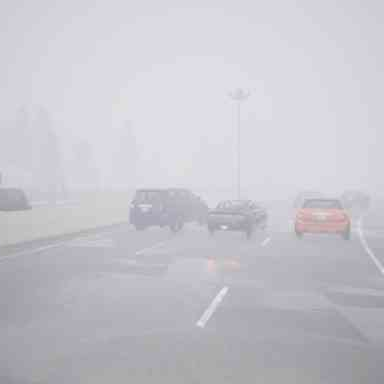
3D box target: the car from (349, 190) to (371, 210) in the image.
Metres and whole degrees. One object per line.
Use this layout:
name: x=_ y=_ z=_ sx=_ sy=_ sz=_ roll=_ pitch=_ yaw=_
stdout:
car: x=15.119 y=0.592 z=30.752 sx=2.097 sy=1.767 sz=4.553 roll=1 pitch=2 yaw=36

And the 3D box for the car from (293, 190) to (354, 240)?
car: x=5.982 y=0.975 z=15.082 sx=2.097 sy=1.767 sz=4.553 roll=1 pitch=2 yaw=24

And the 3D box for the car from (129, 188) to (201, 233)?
car: x=-0.969 y=0.792 z=16.774 sx=2.150 sy=2.045 sz=5.566 roll=1 pitch=1 yaw=23

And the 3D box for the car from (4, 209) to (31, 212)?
car: x=-9.666 y=0.842 z=14.381 sx=2.150 sy=2.045 sz=5.566 roll=1 pitch=2 yaw=21

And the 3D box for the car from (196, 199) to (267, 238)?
car: x=2.210 y=1.106 z=15.246 sx=2.128 sy=1.511 sz=4.902 roll=1 pitch=2 yaw=23
